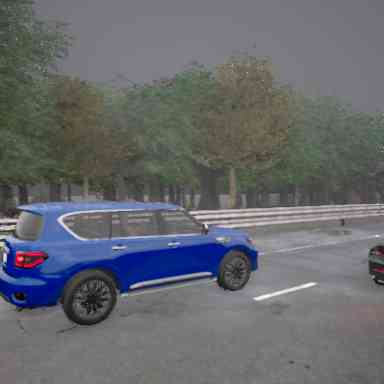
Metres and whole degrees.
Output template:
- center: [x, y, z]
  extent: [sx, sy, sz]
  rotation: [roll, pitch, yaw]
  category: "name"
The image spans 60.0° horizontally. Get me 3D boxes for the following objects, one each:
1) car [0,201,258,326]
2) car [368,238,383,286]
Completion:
- center: [-1.035, 1.222, 7.305]
  extent: [5.566, 2.045, 2.150]
  rotation: [0, 0, -36]
  category: "car"
- center: [6.216, 1.508, 8.181]
  extent: [4.892, 1.490, 1.837]
  rotation: [0, 0, -36]
  category: "car"
